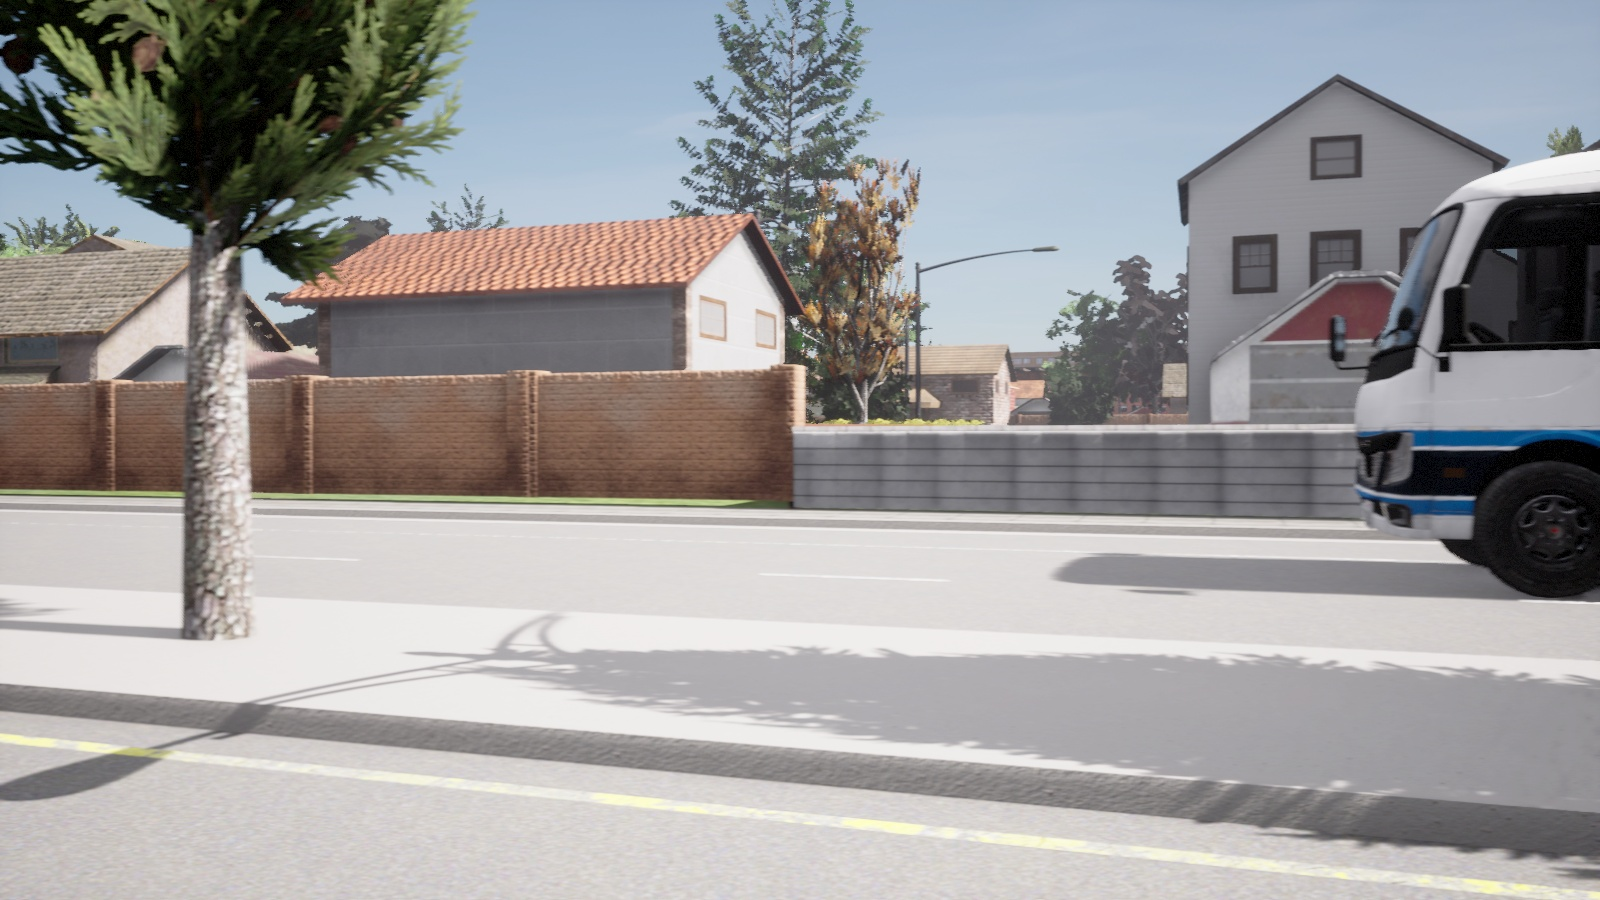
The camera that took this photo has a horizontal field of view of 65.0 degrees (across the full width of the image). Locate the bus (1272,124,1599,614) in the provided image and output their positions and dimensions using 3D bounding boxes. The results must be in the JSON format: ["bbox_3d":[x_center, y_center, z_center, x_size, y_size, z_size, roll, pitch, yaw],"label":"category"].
[{"bbox_3d":[10.056,-0.703,11.924,10.273,4.253,3.944,1,1,19],"label":"bus"}]
